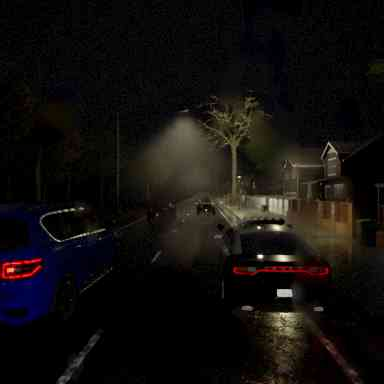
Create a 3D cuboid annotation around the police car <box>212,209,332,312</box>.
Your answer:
[{"bbox_3d":[1.596,1.429,7.952,1.930,1.638,5.238,0,0,2],"label":"police car"}]

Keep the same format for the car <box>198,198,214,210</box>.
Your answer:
[{"bbox_3d":[1.870,1.604,45.386,1.994,1.385,4.181,0,0,1],"label":"car"}]

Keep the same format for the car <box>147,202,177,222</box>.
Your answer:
[{"bbox_3d":[-2.319,1.511,26.333,2.128,1.511,4.902,0,0,2],"label":"car"}]

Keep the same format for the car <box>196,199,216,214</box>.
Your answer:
[{"bbox_3d":[1.487,1.534,34.986,1.837,1.490,4.892,0,0,2],"label":"car"}]

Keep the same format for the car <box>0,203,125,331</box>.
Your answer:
[{"bbox_3d":[-3.062,1.226,7.110,2.150,2.045,5.566,0,0,2],"label":"car"}]
